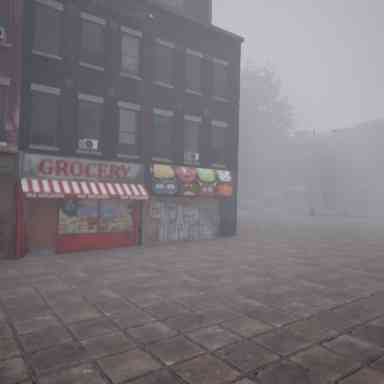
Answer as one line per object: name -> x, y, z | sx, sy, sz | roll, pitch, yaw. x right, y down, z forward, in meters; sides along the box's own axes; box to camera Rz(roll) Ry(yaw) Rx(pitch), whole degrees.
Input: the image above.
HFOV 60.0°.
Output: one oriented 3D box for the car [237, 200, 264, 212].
car -> 6.987, 1.785, 42.294 | 1.837, 1.490, 4.892 | 2, -2, -35
